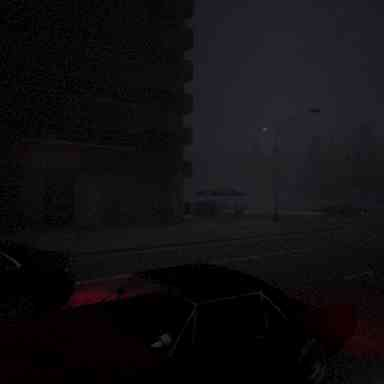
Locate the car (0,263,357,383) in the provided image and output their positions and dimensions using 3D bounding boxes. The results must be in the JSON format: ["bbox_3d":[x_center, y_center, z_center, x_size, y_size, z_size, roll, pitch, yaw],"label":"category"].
[{"bbox_3d":[-0.246,1.619,3.765,4.718,1.301,1.895,1,0,-35],"label":"car"}]

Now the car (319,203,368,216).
[{"bbox_3d":[16.181,1.870,35.817,1.895,1.301,4.718,1,0,-35],"label":"car"}]

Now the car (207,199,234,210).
[{"bbox_3d":[3.848,1.735,46.213,1.837,1.490,4.892,1,-1,-39],"label":"car"}]

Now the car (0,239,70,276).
[{"bbox_3d":[-4.378,1.499,5.131,4.892,1.490,1.837,1,-1,-35],"label":"car"}]
